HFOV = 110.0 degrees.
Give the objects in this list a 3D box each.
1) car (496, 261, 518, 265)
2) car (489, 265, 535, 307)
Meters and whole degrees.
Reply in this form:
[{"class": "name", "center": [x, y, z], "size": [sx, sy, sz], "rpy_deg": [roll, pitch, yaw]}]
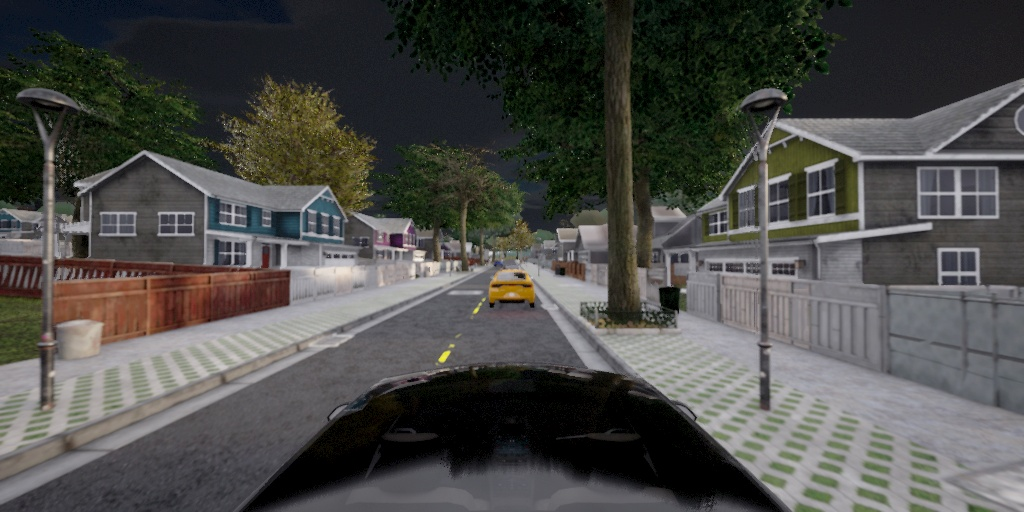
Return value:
[{"class": "car", "center": [-0.009, 1.458, 31.147], "size": [2.128, 1.511, 4.902], "rpy_deg": [0, 0, 0]}, {"class": "car", "center": [0.001, 1.351, 16.330], "size": [1.882, 1.535, 5.008], "rpy_deg": [0, 0, 0]}]
